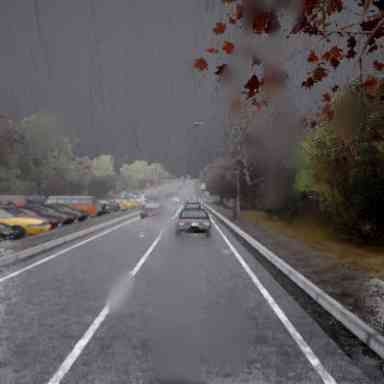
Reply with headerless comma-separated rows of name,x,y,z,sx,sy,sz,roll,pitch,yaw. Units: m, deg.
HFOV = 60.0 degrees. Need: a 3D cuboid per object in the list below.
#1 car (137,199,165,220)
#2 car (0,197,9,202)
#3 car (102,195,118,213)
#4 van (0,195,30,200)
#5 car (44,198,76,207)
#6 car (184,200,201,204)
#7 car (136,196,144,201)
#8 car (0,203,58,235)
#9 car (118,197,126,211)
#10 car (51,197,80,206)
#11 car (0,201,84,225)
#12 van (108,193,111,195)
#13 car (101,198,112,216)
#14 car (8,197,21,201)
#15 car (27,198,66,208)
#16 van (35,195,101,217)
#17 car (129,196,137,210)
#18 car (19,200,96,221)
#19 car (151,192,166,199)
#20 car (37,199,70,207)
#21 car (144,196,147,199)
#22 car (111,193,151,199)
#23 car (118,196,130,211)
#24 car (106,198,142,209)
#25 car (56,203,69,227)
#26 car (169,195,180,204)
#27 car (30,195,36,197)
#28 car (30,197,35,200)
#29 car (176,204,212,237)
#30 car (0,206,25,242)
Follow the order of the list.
car,-3.367,1.604,29.299,1.812,1.442,4.674,0,0,0
car,-23.353,1.622,36.509,4.792,1.488,2.163,0,0,0
car,-10.279,1.454,33.659,4.553,1.767,2.185,0,0,0
van,-23.432,1.413,41.921,4.442,1.987,1.878,0,-1,0
car,-23.261,1.863,58.661,4.792,1.488,2.163,0,-1,0
car,0.054,1.618,38.786,2.128,1.511,4.902,0,0,0
car,-10.042,1.702,47.531,5.366,1.575,1.946,0,-1,0
car,-10.088,1.523,17.004,5.366,1.575,1.946,0,0,0
car,-10.238,1.596,36.438,4.892,1.521,2.231,0,-1,0
car,-23.318,1.739,61.308,4.553,1.767,2.185,0,-1,0
car,-10.236,1.573,22.556,4.792,1.488,2.163,0,0,0
van,-23.379,1.207,91.176,4.442,1.987,1.878,1,0,0
car,-10.282,1.598,30.885,4.792,1.488,2.163,0,0,0
car,-23.349,1.642,39.148,4.792,1.488,2.163,0,-1,0
car,-23.113,1.765,53.121,5.366,1.575,1.946,0,-1,0
van,-10.373,1.334,28.110,4.442,1.987,1.878,0,0,0
car,-10.051,1.638,41.858,5.366,1.575,1.946,0,-1,0
car,-10.232,1.581,25.333,4.792,1.488,2.163,0,0,0
car,-10.396,1.464,91.227,4.792,1.488,2.163,0,0,0
car,-23.292,1.841,55.891,4.674,1.452,2.002,0,-1,0
car,-10.405,1.767,53.083,5.366,1.575,1.946,0,-1,0
car,-10.243,1.552,55.862,5.566,2.045,2.435,0,-1,0
car,-10.425,1.612,39.206,5.366,1.575,1.946,0,-1,0
car,-10.230,1.739,50.307,4.892,1.521,2.231,0,-1,0
car,-10.240,1.564,19.780,4.792,1.488,2.163,0,0,0
car,-3.474,1.847,71.303,1.812,1.442,4.674,0,0,0
car,-23.336,1.452,47.585,5.566,2.045,2.435,0,-1,0
car,-23.283,1.700,44.812,4.792,1.488,2.163,0,-1,0
car,0.095,1.577,18.163,2.033,1.411,5.357,0,0,0
car,-10.284,1.519,14.228,4.892,1.521,2.231,0,0,0
